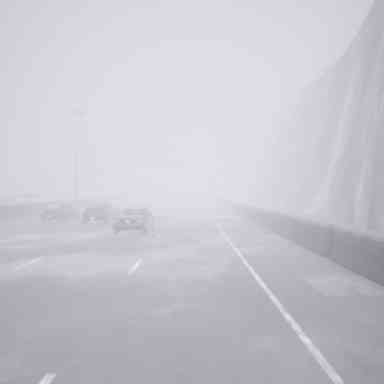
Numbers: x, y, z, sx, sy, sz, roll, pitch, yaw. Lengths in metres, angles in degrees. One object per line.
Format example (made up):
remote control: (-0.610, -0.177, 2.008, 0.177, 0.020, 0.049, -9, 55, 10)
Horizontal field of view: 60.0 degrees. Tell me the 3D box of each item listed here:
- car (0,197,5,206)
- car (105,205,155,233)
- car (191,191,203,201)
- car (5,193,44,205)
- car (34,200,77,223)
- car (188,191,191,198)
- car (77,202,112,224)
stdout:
car: (-24.572, 1.461, 43.618, 1.837, 1.490, 4.892, 0, 1, 0)
car: (-3.397, 1.613, 20.032, 2.033, 1.411, 5.357, 0, 0, 0)
car: (1.236, 1.105, 68.054, 1.882, 1.535, 5.008, 0, 1, 0)
car: (-21.076, 1.185, 42.745, 2.150, 2.045, 5.566, 0, 1, 0)
car: (-10.396, 1.582, 26.455, 1.812, 1.442, 4.674, 0, 0, 0)
car: (0.013, 0.828, 84.913, 1.994, 1.385, 4.181, 0, 1, 0)
car: (-6.896, 1.564, 25.455, 1.837, 1.490, 4.892, 0, 0, 0)
